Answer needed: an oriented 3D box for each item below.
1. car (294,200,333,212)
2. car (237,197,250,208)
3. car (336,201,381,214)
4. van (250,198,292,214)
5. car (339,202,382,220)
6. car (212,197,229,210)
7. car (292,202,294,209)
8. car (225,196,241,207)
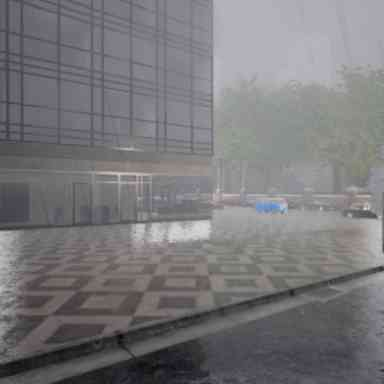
[{"bbox_3d":[15.936,1.762,42.825,2.008,1.369,4.403,0,0,-35],"label":"car"},{"bbox_3d":[9.567,1.833,51.857,1.802,1.307,4.206,0,0,-35],"label":"car"},{"bbox_3d":[19.120,1.766,38.310,1.802,1.307,4.206,-1,0,-35],"label":"car"},{"bbox_3d":[8.973,1.579,37.903,1.690,1.788,3.998,-1,0,-35],"label":"van"},{"bbox_3d":[15.342,1.730,28.872,2.008,1.369,4.403,-1,0,-35],"label":"car"},{"bbox_3d":[2.605,1.823,46.935,1.887,1.381,4.507,0,0,-35],"label":"car"},{"bbox_3d":[12.750,1.799,47.340,1.947,1.339,4.313,0,0,-35],"label":"car"},{"bbox_3d":[6.382,1.579,56.372,2.192,1.841,5.009,0,0,-35],"label":"car"}]
